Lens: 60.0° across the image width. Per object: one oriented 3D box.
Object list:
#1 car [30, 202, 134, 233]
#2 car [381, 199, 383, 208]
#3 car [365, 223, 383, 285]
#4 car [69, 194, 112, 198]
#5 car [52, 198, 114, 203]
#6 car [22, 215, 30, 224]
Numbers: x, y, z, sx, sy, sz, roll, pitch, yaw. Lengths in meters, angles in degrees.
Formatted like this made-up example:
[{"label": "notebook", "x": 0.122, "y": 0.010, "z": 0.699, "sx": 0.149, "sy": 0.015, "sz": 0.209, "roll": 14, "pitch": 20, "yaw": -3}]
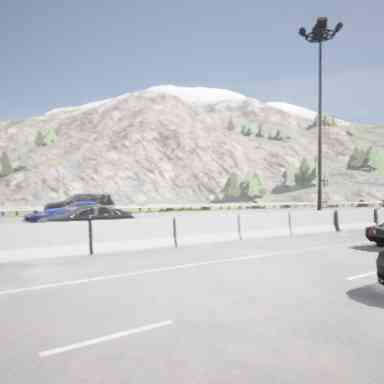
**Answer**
[{"label": "car", "x": -5.371, "y": 1.464, "z": 17.112, "sx": 4.892, "sy": 1.490, "sz": 1.837, "roll": 0, "pitch": 0, "yaw": -33}, {"label": "car", "x": 28.583, "y": 1.249, "z": 45.341, "sx": 5.566, "sy": 2.045, "sz": 2.150, "roll": 0, "pitch": 0, "yaw": -18}, {"label": "car", "x": 6.249, "y": 1.513, "z": 7.683, "sx": 4.892, "sy": 1.490, "sz": 1.837, "roll": 0, "pitch": 0, "yaw": -32}, {"label": "car", "x": -9.078, "y": 1.156, "z": 27.229, "sx": 5.566, "sy": 2.045, "sz": 2.150, "roll": 0, "pitch": 0, "yaw": -32}, {"label": "car", "x": -7.941, "y": 1.420, "z": 23.778, "sx": 5.008, "sy": 1.535, "sz": 1.882, "roll": 0, "pitch": 0, "yaw": -32}, {"label": "car", "x": -7.514, "y": 1.550, "z": 19.917, "sx": 4.718, "sy": 1.301, "sz": 1.895, "roll": 0, "pitch": 0, "yaw": -33}]
